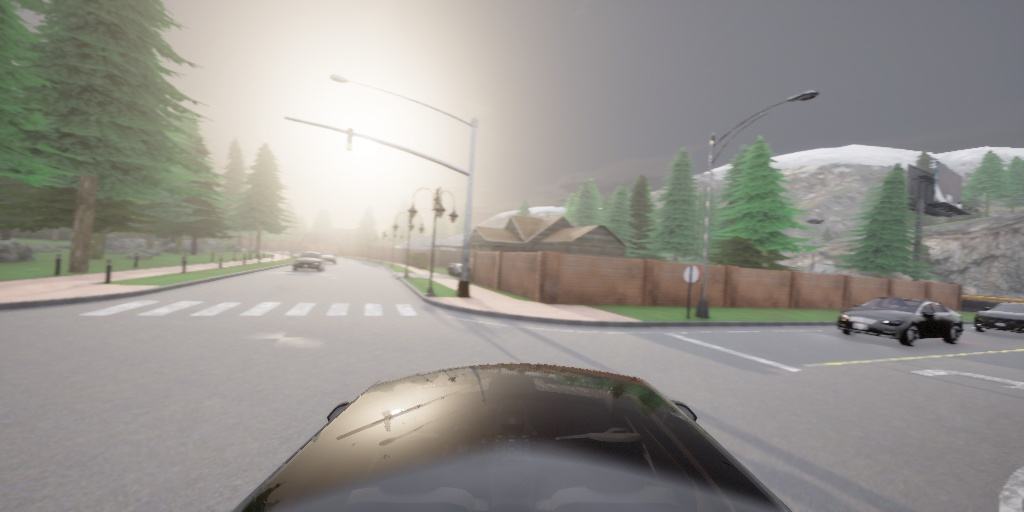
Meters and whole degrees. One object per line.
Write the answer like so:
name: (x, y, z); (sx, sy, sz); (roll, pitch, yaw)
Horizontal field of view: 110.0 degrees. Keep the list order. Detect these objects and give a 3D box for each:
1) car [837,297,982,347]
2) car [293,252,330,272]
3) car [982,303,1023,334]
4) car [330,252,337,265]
car: (14.105, 2.277, 13.016); (4.902, 1.511, 2.128); (4, -1, -21)
car: (-16.061, 0.439, 28.625); (1.837, 1.490, 4.892); (4, -1, -22)
car: (24.132, 2.964, 16.874); (5.008, 1.535, 1.882); (4, -1, -21)
car: (-21.984, 0.208, 42.820); (1.812, 1.442, 4.674); (4, -1, -23)
